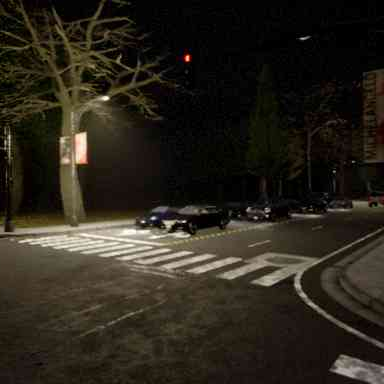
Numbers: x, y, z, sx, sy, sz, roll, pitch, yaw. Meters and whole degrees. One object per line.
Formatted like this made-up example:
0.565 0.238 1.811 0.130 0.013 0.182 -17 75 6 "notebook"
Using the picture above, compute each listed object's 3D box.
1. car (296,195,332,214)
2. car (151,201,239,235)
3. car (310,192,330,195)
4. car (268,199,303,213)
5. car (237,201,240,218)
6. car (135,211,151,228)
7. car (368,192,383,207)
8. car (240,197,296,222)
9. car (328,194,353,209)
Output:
12.248 1.371 33.820 1.837 1.490 4.892 -1 0 39 "car"
0.317 1.513 19.114 2.128 1.511 4.902 -1 0 39 "car"
17.029 1.049 44.816 2.150 2.045 5.566 -1 0 42 "car"
10.385 1.496 36.685 1.895 1.301 4.718 -1 0 39 "car"
4.115 1.520 28.945 2.033 1.411 5.357 -1 0 39 "car"
-1.715 1.615 21.779 1.994 1.385 4.181 -1 0 40 "car"
24.958 0.952 44.027 2.150 2.045 5.566 -1 0 39 "car"
6.059 1.296 26.196 2.097 1.767 4.553 -1 0 39 "car"
18.755 1.324 41.787 1.812 1.442 4.674 -1 0 40 "car"
